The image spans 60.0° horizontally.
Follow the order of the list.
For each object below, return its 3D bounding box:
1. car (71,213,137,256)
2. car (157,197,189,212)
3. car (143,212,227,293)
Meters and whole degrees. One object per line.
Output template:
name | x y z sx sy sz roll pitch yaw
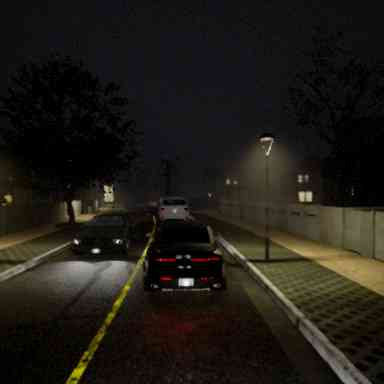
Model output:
car | -3.353 1.601 13.753 2.033 1.411 5.357 0 0 -3
car | -1.458 1.381 25.649 2.150 2.045 5.566 0 0 -6
car | -0.215 1.532 8.971 1.837 1.490 4.892 0 0 -2
